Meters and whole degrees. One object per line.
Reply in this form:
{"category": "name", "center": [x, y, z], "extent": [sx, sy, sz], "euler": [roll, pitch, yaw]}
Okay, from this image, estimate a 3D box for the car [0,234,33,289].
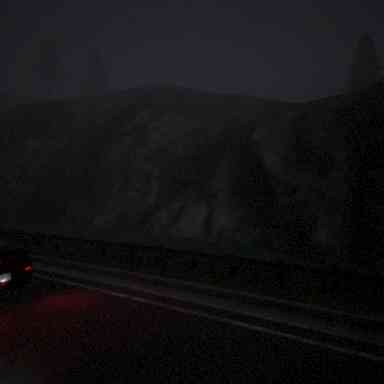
{"category": "car", "center": [-5.560, 1.478, 7.586], "extent": [4.674, 1.442, 1.812], "euler": [0, 0, 32]}
